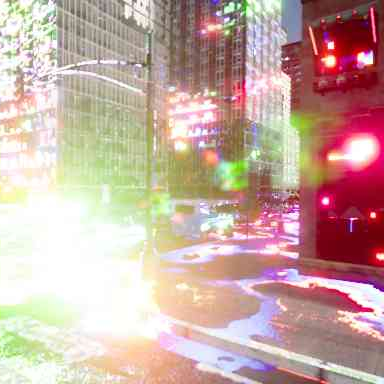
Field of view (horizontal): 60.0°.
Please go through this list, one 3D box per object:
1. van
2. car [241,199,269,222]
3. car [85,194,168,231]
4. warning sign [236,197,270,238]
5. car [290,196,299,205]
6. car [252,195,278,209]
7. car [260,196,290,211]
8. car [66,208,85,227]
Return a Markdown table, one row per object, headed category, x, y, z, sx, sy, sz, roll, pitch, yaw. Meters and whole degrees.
| category | x | y | z | sx | sy | sz | roll | pitch | yaw |
| --- | --- | --- | --- | --- | --- | --- | --- | --- | --- |
| van | 0.695 | 1.372 | 17.093 | 1.690 | 1.788 | 3.998 | 1 | 1 | 35 |
| car | 4.150 | 1.539 | 26.456 | 1.994 | 1.385 | 4.181 | 1 | 1 | 35 |
| car | -3.617 | 1.166 | 21.021 | 2.150 | 2.045 | 5.566 | 1 | 1 | 35 |
| warning sign | 2.979 | 1.180 | 16.204 | 1.300 | 1.860 | 1.060 | 1 | 1 | 35 |
| car | 16.126 | 1.371 | 53.410 | 1.752 | 1.417 | 4.829 | 1 | 1 | 35 |
| car | 9.833 | 1.301 | 44.515 | 1.967 | 1.590 | 4.097 | 1 | 1 | 35 |
| car | 9.747 | 1.506 | 39.882 | 1.895 | 1.301 | 4.718 | 1 | 1 | 36 |
| car | -6.148 | 1.475 | 21.936 | 1.947 | 1.339 | 4.313 | 1 | 1 | 35 |
